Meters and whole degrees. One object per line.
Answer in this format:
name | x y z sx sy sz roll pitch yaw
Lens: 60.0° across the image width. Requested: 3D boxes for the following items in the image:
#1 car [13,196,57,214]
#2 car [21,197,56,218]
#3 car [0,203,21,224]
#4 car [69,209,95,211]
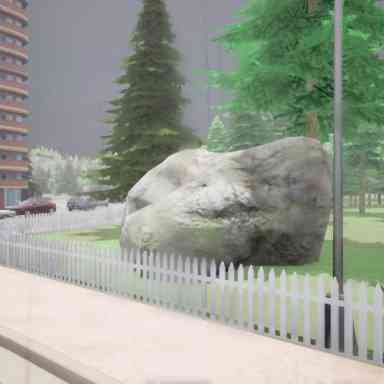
car | -16.783 1.296 35.880 2.097 1.767 4.553 0 0 8
car | -14.519 1.422 30.237 1.882 1.535 5.008 0 0 15
car | -13.978 1.544 21.483 1.895 1.301 4.718 0 0 28
car | -12.873 1.508 39.077 1.994 1.385 4.181 0 0 4
